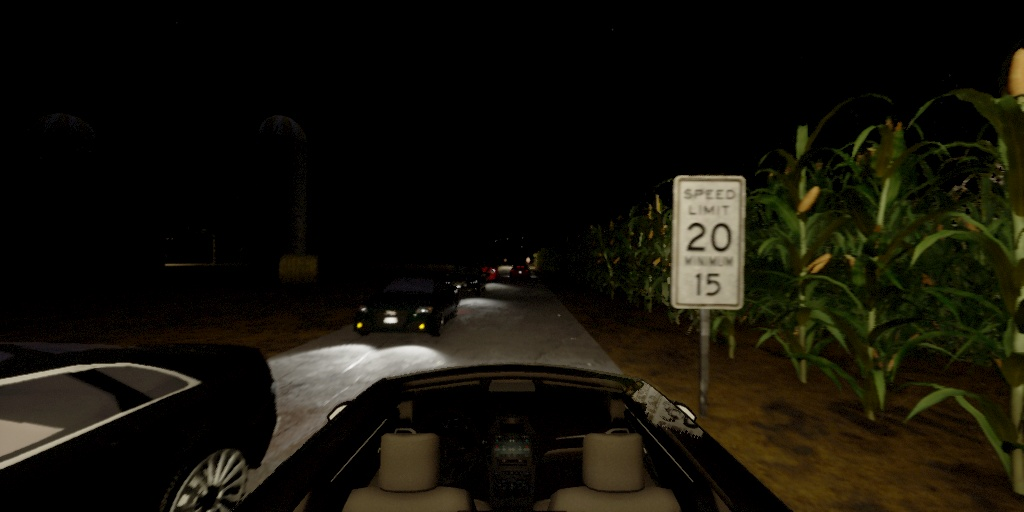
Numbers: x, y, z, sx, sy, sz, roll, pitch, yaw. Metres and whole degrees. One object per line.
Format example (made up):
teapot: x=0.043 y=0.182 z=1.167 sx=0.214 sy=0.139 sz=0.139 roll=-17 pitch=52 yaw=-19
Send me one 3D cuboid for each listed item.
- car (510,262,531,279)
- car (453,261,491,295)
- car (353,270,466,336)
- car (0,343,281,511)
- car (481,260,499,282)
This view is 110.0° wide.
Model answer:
car: x=0.794 y=1.448 z=34.245 sx=1.994 sy=1.385 sz=4.181 roll=1 pitch=-1 yaw=2
car: x=-2.460 y=1.236 z=19.621 sx=1.837 sy=1.490 sz=4.892 roll=1 pitch=0 yaw=1
car: x=-2.698 y=1.267 z=10.069 sx=1.994 sy=1.385 sz=4.181 roll=1 pitch=0 yaw=1
car: x=-2.913 y=1.199 z=1.004 sx=2.128 sy=1.511 sz=4.902 roll=1 pitch=0 yaw=1
car: x=-2.200 y=1.147 z=29.377 sx=2.097 sy=1.767 sz=4.553 roll=1 pitch=0 yaw=2
